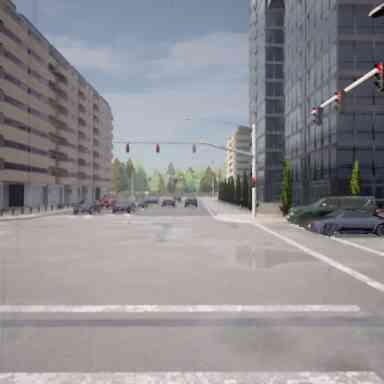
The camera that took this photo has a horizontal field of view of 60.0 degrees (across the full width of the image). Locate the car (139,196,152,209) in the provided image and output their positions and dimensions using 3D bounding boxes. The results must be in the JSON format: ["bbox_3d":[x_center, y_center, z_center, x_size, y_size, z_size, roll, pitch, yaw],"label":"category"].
[{"bbox_3d":[-7.350,1.519,46.914,2.128,1.511,4.902,0,0,1],"label":"car"}]

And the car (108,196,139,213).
[{"bbox_3d":[-7.423,1.527,36.550,1.837,1.490,4.892,0,0,0],"label":"car"}]

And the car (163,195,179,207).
[{"bbox_3d":[-3.592,1.557,53.014,1.812,1.442,4.674,0,0,1],"label":"car"}]

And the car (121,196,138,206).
[{"bbox_3d":[-10.714,1.512,57.479,1.882,1.535,5.008,0,0,1],"label":"car"}]

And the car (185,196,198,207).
[{"bbox_3d":[-0.103,1.535,52.021,1.837,1.490,4.892,0,0,1],"label":"car"}]

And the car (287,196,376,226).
[{"bbox_3d":[9.089,1.289,21.599,5.566,2.045,2.150,0,0,5],"label":"car"}]

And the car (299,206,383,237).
[{"bbox_3d":[8.309,1.630,17.871,4.181,1.385,1.994,0,0,0],"label":"car"}]

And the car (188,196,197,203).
[{"bbox_3d":[0.065,1.640,74.301,1.895,1.301,4.718,0,0,1],"label":"car"}]

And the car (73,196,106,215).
[{"bbox_3d":[-10.920,1.526,34.926,1.837,1.490,4.892,0,0,0],"label":"car"}]

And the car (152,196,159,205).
[{"bbox_3d":[-7.165,1.513,60.477,1.882,1.535,5.008,0,0,1],"label":"car"}]

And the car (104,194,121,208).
[{"bbox_3d":[-10.887,1.248,44.774,2.150,2.045,5.566,0,0,0],"label":"car"}]

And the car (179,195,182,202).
[{"bbox_3d":[-3.439,1.399,74.508,2.097,1.767,4.553,0,0,1],"label":"car"}]
